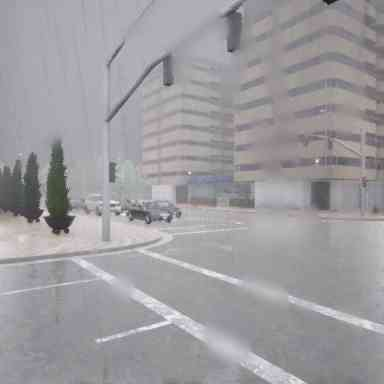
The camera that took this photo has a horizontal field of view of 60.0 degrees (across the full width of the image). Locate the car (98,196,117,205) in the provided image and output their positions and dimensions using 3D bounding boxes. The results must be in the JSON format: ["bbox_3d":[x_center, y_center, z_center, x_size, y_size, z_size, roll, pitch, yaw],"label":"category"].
[{"bbox_3d":[-15.465,1.526,60.874,1.812,1.442,4.674,0,0,-35],"label":"car"}]

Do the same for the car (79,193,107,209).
[{"bbox_3d":[-13.759,1.221,45.914,2.150,2.045,5.566,0,0,-34],"label":"car"}]

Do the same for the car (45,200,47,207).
[{"bbox_3d":[-20.475,1.478,49.455,1.882,1.535,5.008,0,0,-34],"label":"car"}]

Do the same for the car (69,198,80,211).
[{"bbox_3d":[-14.506,1.526,40.826,1.812,1.442,4.674,0,0,-35],"label":"car"}]

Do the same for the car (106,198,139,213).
[{"bbox_3d":[-7.859,1.505,37.431,1.837,1.490,4.892,0,0,-35],"label":"car"}]

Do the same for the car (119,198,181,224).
[{"bbox_3d":[-3.241,1.491,24.710,2.128,1.511,4.902,0,0,-35],"label":"car"}]

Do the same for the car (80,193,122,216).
[{"bbox_3d":[-8.894,1.222,32.798,2.150,2.045,5.566,0,0,-35],"label":"car"}]
